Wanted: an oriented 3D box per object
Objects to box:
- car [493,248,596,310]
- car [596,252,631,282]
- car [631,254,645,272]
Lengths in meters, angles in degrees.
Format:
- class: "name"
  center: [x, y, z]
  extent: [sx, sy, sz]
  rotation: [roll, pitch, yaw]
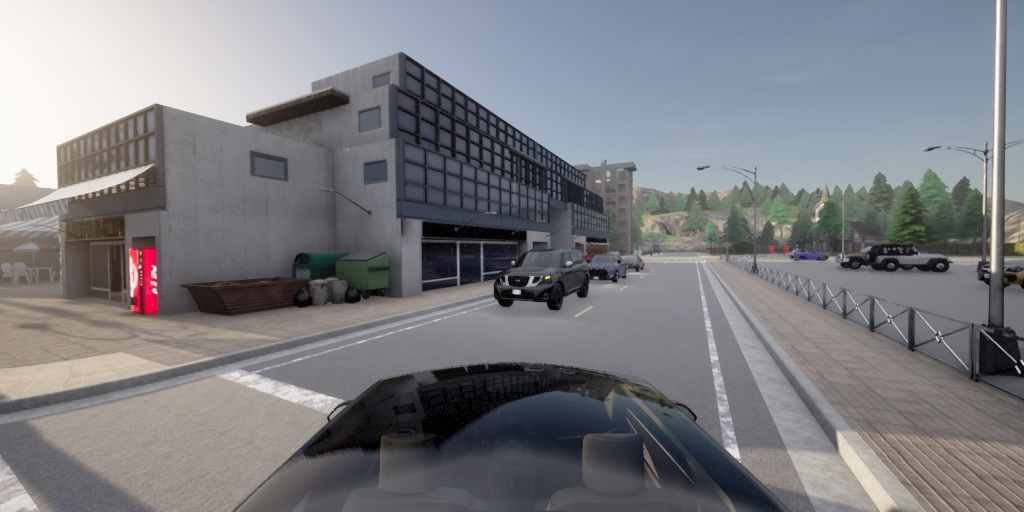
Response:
- class: "car"
  center: [1.396, 0.732, 13.841]
  extent: [2.150, 2.045, 5.566]
  rotation: [0, 1, 27]
- class: "car"
  center: [5.851, 0.631, 22.611]
  extent: [2.097, 1.767, 4.553]
  rotation: [0, 1, 27]
- class: "car"
  center: [10.489, 0.565, 31.732]
  extent: [1.812, 1.442, 4.674]
  rotation: [0, 1, 27]
